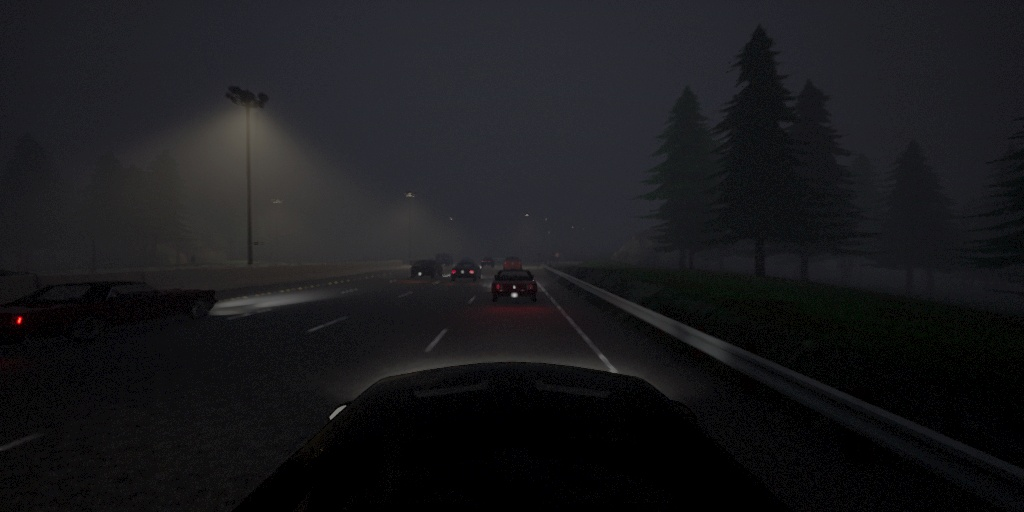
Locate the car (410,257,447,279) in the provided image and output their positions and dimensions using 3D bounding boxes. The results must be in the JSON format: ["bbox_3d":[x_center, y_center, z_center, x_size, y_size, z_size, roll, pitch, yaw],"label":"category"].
[{"bbox_3d":[-6.911,1.062,29.297,1.837,1.490,4.892,0,0,0],"label":"car"}]

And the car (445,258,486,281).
[{"bbox_3d":[-3.404,1.119,27.130,2.033,1.411,5.357,0,0,0],"label":"car"}]

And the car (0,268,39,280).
[{"bbox_3d":[-21.096,1.267,14.233,1.895,1.301,4.718,0,0,0],"label":"car"}]

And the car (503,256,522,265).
[{"bbox_3d":[0.076,0.815,42.285,2.097,1.767,4.553,0,0,0],"label":"car"}]

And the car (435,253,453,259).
[{"bbox_3d":[-10.478,0.611,55.268,2.150,2.045,5.566,0,0,0],"label":"car"}]

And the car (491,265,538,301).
[{"bbox_3d":[0.100,1.248,16.484,1.895,1.301,4.718,0,0,0],"label":"car"}]

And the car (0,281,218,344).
[{"bbox_3d":[-10.399,1.299,9.399,1.895,1.301,4.718,0,0,0],"label":"car"}]

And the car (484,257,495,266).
[{"bbox_3d":[-3.469,0.908,52.524,1.837,1.490,4.892,0,0,0],"label":"car"}]
